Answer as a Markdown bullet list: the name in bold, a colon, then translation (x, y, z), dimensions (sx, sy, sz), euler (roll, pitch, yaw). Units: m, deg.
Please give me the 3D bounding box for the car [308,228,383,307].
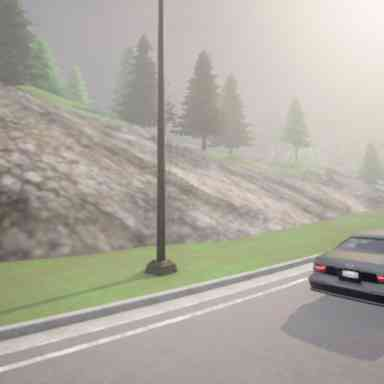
- **car**: translation (4.771, 1.575, 7.857), dimensions (5.357, 1.411, 2.033), euler (0, 0, -43)
